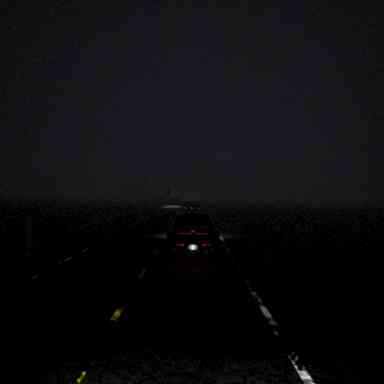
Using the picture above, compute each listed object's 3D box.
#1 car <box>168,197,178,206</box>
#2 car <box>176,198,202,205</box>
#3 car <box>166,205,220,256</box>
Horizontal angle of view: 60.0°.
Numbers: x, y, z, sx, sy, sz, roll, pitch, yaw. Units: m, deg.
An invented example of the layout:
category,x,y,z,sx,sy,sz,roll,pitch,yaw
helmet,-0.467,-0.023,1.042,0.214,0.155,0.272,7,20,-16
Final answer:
category,x,y,z,sx,sy,sz,roll,pitch,yaw
car,-2.808,1.561,54.620,1.994,1.385,4.181,0,0,0
car,0.053,1.481,28.045,2.128,1.511,4.902,0,0,0
car,0.051,1.500,13.080,1.837,1.490,4.892,0,0,0
